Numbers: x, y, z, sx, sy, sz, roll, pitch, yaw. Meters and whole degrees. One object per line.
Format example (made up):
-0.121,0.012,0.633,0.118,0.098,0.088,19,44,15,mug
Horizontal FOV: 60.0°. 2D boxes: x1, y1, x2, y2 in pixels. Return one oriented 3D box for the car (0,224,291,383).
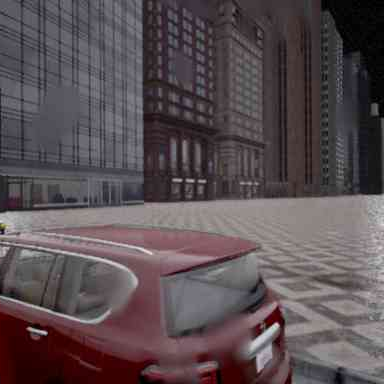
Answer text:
-1.408,1.304,3.864,5.009,1.841,2.192,0,-1,35,car
